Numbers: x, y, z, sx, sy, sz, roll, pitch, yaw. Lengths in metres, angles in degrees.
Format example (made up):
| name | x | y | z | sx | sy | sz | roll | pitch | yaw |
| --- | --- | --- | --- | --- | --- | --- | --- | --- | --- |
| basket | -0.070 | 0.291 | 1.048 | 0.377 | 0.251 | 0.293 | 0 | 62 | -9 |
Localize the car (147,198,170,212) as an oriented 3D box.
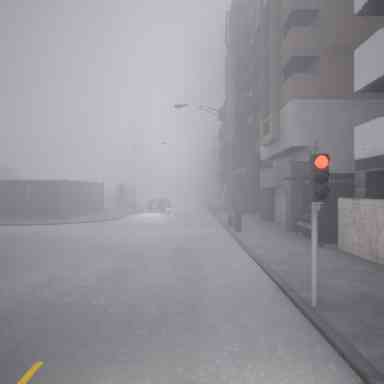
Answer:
| name | x | y | z | sx | sy | sz | roll | pitch | yaw |
| --- | --- | --- | --- | --- | --- | --- | --- | --- | --- |
| car | -4.127 | 1.491 | 39.308 | 2.128 | 1.511 | 4.902 | 0 | 0 | 0 |
